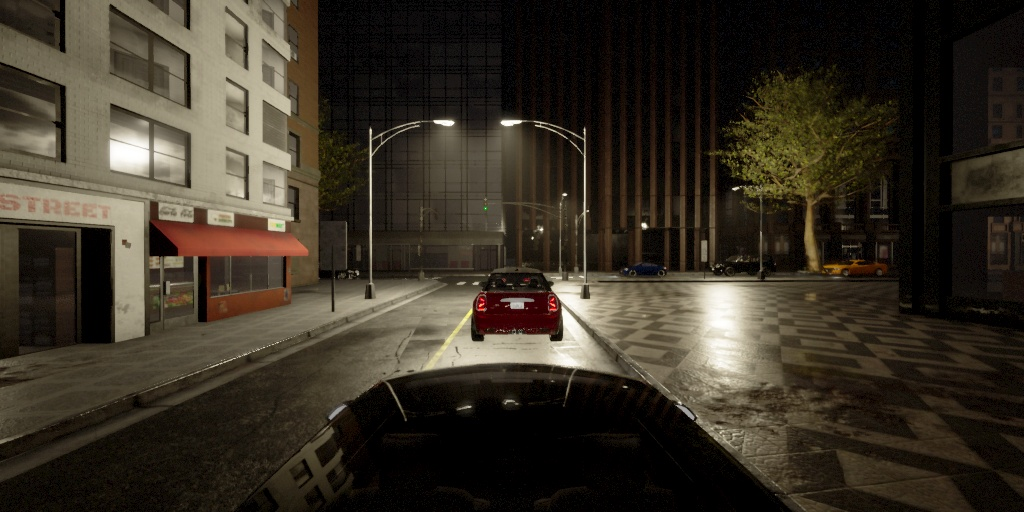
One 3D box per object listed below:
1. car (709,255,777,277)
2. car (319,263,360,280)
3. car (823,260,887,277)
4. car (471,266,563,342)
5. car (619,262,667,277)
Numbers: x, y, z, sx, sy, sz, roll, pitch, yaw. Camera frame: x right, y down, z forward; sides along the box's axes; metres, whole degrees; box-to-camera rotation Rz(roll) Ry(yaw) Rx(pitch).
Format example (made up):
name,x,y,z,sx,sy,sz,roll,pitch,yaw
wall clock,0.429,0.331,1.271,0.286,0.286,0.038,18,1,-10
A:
name,x,y,z,sx,sy,sz,roll,pitch,yaw
car,21.703,0.884,33.764,5.566,2.045,2.150,0,0,0
car,-15.674,1.304,30.770,4.902,1.511,2.128,0,0,0
car,32.154,1.116,33.707,5.008,1.535,1.882,0,0,0
car,0.122,1.101,9.955,2.097,1.767,4.553,0,0,0
car,12.318,1.257,33.823,4.181,1.385,1.994,0,0,0
